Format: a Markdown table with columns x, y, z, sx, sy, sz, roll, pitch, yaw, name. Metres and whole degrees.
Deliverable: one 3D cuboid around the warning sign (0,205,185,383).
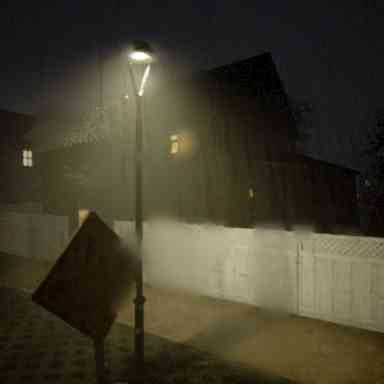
| x | y | z | sx | sy | sz | roll | pitch | yaw | name |
| --- | --- | --- | --- | --- | --- | --- | --- | --- | --- |
| -0.945 | 1.116 | 3.276 | 1.060 | 1.860 | 1.300 | -3 | 1 | 35 | warning sign |
